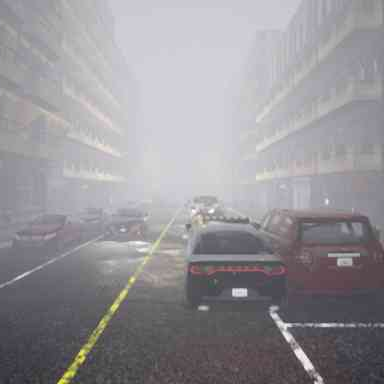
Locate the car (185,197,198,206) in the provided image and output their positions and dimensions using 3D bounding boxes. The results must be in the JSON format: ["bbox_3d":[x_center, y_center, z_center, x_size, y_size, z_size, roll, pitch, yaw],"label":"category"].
[{"bbox_3d":[-0.058,1.482,54.462,1.994,1.385,4.181,0,0,0],"label":"car"}]

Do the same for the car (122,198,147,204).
[{"bbox_3d":[-5.733,1.504,30.625,2.008,1.369,4.403,-1,0,0],"label":"car"}]

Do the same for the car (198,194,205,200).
[{"bbox_3d":[2.581,1.305,92.227,1.967,1.590,4.097,-1,0,0],"label":"car"}]

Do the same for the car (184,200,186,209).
[{"bbox_3d":[-0.028,1.496,44.513,1.994,1.385,4.181,0,0,0],"label":"car"}]

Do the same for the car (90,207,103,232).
[{"bbox_3d":[-5.721,1.552,19.420,1.802,1.307,4.206,-1,0,0],"label":"car"}]

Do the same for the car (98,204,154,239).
[{"bbox_3d":[-3.119,1.537,17.047,1.994,1.385,4.181,0,0,0],"label":"car"}]

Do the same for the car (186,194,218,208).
[{"bbox_3d":[0.875,1.188,23.855,2.150,2.045,5.566,0,0,0],"label":"car"}]

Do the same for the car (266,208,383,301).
[{"bbox_3d":[2.668,1.302,8.196,2.192,1.841,5.009,-1,0,0],"label":"car"}]

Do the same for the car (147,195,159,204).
[{"bbox_3d":[-5.745,1.487,41.828,2.008,1.369,4.403,-1,0,0],"label":"car"}]

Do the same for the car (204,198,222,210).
[{"bbox_3d":[2.635,1.502,41.808,1.947,1.339,4.313,-1,0,0],"label":"car"}]

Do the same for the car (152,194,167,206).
[{"bbox_3d":[-5.760,1.235,53.032,2.192,1.841,5.009,-1,0,0],"label":"car"}]

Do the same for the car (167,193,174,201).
[{"bbox_3d":[-5.786,1.431,81.042,2.008,1.369,4.403,-1,0,0],"label":"car"}]

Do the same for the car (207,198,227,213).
[{"bbox_3d":[2.641,1.469,36.376,1.752,1.417,4.829,-1,0,0],"label":"car"}]

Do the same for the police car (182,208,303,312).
[{"bbox_3d":[0.788,1.413,7.941,1.930,1.638,5.238,0,0,0],"label":"police car"}]

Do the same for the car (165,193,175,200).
[{"bbox_3d":[-5.795,1.188,86.645,2.192,1.841,5.009,-1,0,0],"label":"car"}]

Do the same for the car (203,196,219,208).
[{"bbox_3d":[2.628,1.368,47.410,1.967,1.590,4.097,-1,0,0],"label":"car"}]

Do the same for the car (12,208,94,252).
[{"bbox_3d":[-5.715,1.560,13.818,1.802,1.307,4.206,-1,0,0],"label":"car"}]

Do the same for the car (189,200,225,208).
[{"bbox_3d":[0.880,1.427,18.015,1.801,1.575,5.366,0,0,0],"label":"car"}]

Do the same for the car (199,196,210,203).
[{"bbox_3d":[2.606,1.462,69.818,1.947,1.339,4.313,-1,0,0],"label":"car"}]

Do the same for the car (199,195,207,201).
[{"bbox_3d":[2.594,1.405,81.193,1.752,1.417,4.829,-1,0,0],"label":"car"}]
